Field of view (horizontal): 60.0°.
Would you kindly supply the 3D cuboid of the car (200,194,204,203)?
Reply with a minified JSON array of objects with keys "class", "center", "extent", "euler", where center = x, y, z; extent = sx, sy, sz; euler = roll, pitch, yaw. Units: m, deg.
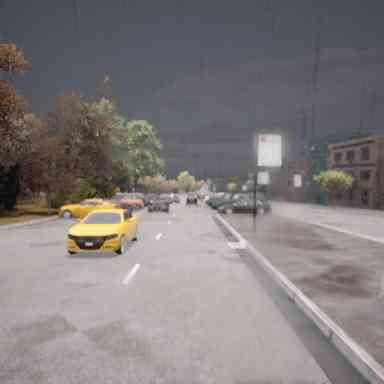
[{"class":"car","center":[4.678,1.192,58.218],"extent":[5.566,2.045,2.435],"euler":[0,0,0]}]

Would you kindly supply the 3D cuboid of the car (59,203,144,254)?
[{"class":"car","center":[-3.351,1.414,13.316],"extent":[1.882,1.535,5.008],"euler":[0,0,0]}]

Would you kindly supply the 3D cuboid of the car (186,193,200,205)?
[{"class":"car","center":[-0.033,1.432,56.145],"extent":[1.882,1.535,5.008],"euler":[0,0,0]}]

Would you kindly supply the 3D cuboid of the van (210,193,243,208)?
[{"class":"van","center":[4.845,1.163,47.004],"extent":[4.442,1.987,1.878],"euler":[0,0,0]}]

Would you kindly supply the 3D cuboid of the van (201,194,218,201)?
[{"class":"van","center":[4.756,1.440,89.050],"extent":[4.442,1.987,1.878],"euler":[0,0,0]}]

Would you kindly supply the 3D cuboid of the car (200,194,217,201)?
[{"class":"car","center":[4.602,1.563,91.852],"extent":[4.553,1.767,2.185],"euler":[0,0,0]}]

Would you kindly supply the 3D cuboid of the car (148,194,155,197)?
[{"class":"car","center":[-8.353,1.444,49.697],"extent":[4.674,1.452,2.002],"euler":[0,0,0]}]

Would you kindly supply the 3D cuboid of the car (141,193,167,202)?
[{"class":"car","center":[-8.381,1.301,74.640],"extent":[5.566,2.045,2.435],"euler":[0,0,0]}]

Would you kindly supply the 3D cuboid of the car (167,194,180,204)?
[{"class":"car","center":[-3.281,1.551,62.529],"extent":[1.994,1.385,4.181],"euler":[0,0,-1]}]

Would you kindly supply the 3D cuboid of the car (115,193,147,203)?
[{"class":"car","center":[-8.312,1.240,41.346],"extent":[4.553,1.767,2.185],"euler":[0,0,0]}]

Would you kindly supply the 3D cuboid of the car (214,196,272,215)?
[{"class":"car","center":[4.748,1.351,30.188],"extent":[4.892,1.521,2.231],"euler":[0,0,0]}]

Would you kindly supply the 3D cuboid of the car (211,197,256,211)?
[{"class":"car","center":[4.732,1.356,38.593],"extent":[4.892,1.521,2.231],"euler":[0,0,0]}]

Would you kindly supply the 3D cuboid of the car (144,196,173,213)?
[{"class":"car","center":[-3.348,1.434,34.136],"extent":[1.994,1.385,4.181],"euler":[0,0,0]}]

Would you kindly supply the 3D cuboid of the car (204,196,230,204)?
[{"class":"car","center":[4.724,1.502,63.822],"extent":[4.792,1.488,2.163],"euler":[0,0,0]}]

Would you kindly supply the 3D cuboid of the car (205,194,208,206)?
[{"class":"car","center":[4.708,1.114,41.399],"extent":[5.566,2.045,2.435],"euler":[0,0,0]}]

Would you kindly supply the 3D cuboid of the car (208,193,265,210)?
[{"class":"car","center":[4.713,1.097,32.989],"extent":[5.566,2.045,2.435],"euler":[0,0,0]}]

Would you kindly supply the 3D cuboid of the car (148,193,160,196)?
[{"class":"car","center":[-8.175,1.414,52.483],"extent":[5.366,1.575,1.946],"euler":[0,0,0]}]

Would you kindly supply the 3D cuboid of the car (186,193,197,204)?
[{"class":"car","center":[-0.056,1.237,66.620],"extent":[2.150,2.045,5.566],"euler":[0,0,0]}]

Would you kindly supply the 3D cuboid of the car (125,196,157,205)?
[{"class":"car","center":[-8.361,1.431,55.269],"extent":[5.008,1.535,2.097],"euler":[0,0,0]}]

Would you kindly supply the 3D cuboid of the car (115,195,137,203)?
[{"class":"car","center":[-8.343,1.349,32.990],"extent":[5.008,1.535,2.097],"euler":[0,0,0]}]

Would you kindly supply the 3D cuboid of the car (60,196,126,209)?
[{"class":"car","center":[-8.332,1.355,27.421],"extent":[5.008,1.535,2.097],"euler":[0,0,0]}]

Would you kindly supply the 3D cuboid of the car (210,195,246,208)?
[{"class":"car","center":[4.765,1.250,44.199],"extent":[4.553,1.767,2.185],"euler":[0,0,0]}]

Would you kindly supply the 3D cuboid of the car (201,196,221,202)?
[{"class":"car","center":[4.681,1.650,83.442],"extent":[4.792,1.488,2.163],"euler":[0,0,0]}]

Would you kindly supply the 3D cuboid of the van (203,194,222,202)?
[{"class":"van","center":[4.780,1.350,77.838],"extent":[4.442,1.987,1.878],"euler":[0,0,0]}]

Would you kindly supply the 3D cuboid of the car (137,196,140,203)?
[{"class":"car","center":[-8.342,1.392,35.777],"extent":[4.674,1.452,2.002],"euler":[0,0,0]}]

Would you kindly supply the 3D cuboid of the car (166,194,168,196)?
[{"class":"car","center":[-8.374,1.279,71.979],"extent":[5.566,2.045,2.435],"euler":[0,0,0]}]

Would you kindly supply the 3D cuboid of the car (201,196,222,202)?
[{"class":"car","center":[4.687,1.628,80.639],"extent":[4.792,1.488,2.163],"euler":[0,0,0]}]

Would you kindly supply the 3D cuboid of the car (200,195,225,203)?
[{"class":"car","center":[4.491,1.527,72.229],"extent":[5.366,1.575,1.946],"euler":[0,0,0]}]

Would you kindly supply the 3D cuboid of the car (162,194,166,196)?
[{"class":"car","center":[-8.357,1.222,63.623],"extent":[5.566,2.045,2.435],"euler":[0,0,0]}]
